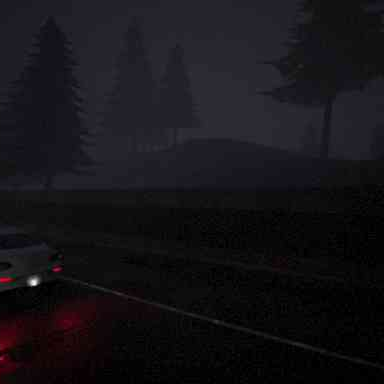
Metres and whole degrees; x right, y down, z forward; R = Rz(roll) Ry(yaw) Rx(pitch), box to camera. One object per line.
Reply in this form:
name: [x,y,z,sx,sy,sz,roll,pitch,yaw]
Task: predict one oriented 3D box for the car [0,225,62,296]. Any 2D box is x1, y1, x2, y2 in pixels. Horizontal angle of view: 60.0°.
car: [-4.901,1.532,8.000,4.674,1.442,1.812,0,0,39]
